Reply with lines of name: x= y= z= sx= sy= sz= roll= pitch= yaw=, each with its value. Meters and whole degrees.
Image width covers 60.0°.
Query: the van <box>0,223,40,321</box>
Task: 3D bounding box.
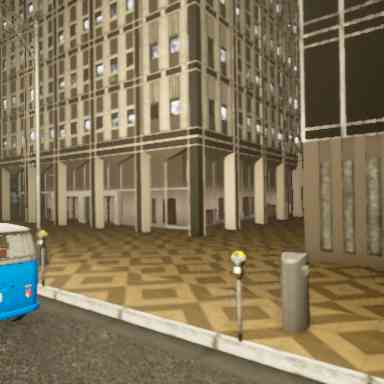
van: x=-4.501 y=1.406 z=6.104 sx=3.998 sy=1.788 sz=1.690 roll=-1 pitch=-1 yaw=36
